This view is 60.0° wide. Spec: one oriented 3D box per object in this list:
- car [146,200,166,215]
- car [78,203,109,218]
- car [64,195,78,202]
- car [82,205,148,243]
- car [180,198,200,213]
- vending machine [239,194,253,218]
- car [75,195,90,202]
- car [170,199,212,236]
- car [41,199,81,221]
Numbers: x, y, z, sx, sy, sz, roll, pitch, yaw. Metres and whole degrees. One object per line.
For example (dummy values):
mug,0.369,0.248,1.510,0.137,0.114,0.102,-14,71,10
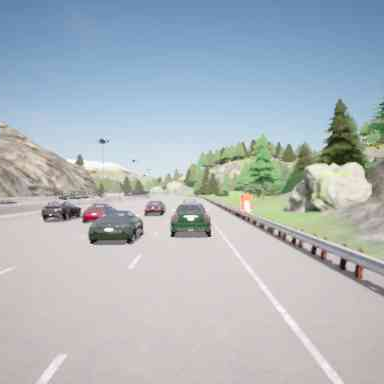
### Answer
car,-3.716,1.555,33.821,2.033,1.411,5.357,0,0,-1
car,-7.144,1.577,26.233,1.994,1.385,4.181,0,0,-1
car,-28.760,1.551,79.135,1.812,1.442,4.674,0,0,-1
car,-3.549,1.571,16.133,1.994,1.385,4.181,0,0,-1
car,-0.253,1.494,37.424,2.128,1.511,4.902,0,0,-1
vending machine,4.729,1.189,29.153,1.100,2.100,0.880,0,0,-1
car,-25.238,1.546,76.878,1.837,1.490,4.892,0,0,-1
car,-0.072,1.353,18.624,2.097,1.767,4.553,0,0,0
car,-10.655,1.511,27.437,2.128,1.511,4.902,0,0,-1
